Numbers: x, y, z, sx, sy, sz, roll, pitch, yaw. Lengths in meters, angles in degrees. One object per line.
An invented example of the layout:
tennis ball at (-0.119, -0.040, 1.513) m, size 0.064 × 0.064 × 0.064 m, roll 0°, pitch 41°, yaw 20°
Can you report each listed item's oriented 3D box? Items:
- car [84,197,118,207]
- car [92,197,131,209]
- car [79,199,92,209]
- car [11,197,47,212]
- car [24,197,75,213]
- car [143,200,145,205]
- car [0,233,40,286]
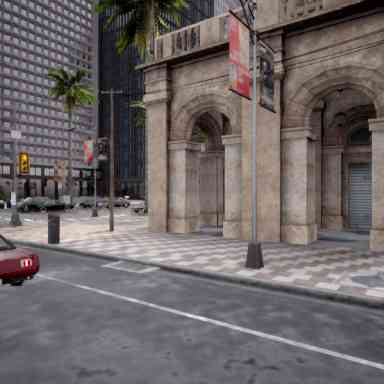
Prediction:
car at (-13.907, 1.513, 51.272) m, size 2.161 × 1.482 × 4.786 m, roll 0°, pitch 0°, yaw 35°
car at (-10.458, 1.492, 44.783) m, size 2.128 × 1.511 × 4.902 m, roll 0°, pitch 0°, yaw 36°
car at (-13.231, 1.547, 46.926) m, size 2.033 × 1.411 × 5.357 m, roll 0°, pitch 0°, yaw 36°
car at (-18.767, 1.352, 39.244) m, size 2.097 × 1.767 × 4.553 m, roll 0°, pitch 0°, yaw 36°
car at (-15.761, 1.601, 37.426) m, size 1.895 × 1.301 × 4.718 m, roll 0°, pitch 0°, yaw 36°
car at (-6.276, 1.526, 56.551) m, size 1.812 × 1.442 × 4.674 m, roll 0°, pitch 0°, yaw 36°
car at (-5.817, 1.601, 8.194) m, size 4.718 × 1.301 × 1.895 m, roll 0°, pitch 0°, yaw 37°
